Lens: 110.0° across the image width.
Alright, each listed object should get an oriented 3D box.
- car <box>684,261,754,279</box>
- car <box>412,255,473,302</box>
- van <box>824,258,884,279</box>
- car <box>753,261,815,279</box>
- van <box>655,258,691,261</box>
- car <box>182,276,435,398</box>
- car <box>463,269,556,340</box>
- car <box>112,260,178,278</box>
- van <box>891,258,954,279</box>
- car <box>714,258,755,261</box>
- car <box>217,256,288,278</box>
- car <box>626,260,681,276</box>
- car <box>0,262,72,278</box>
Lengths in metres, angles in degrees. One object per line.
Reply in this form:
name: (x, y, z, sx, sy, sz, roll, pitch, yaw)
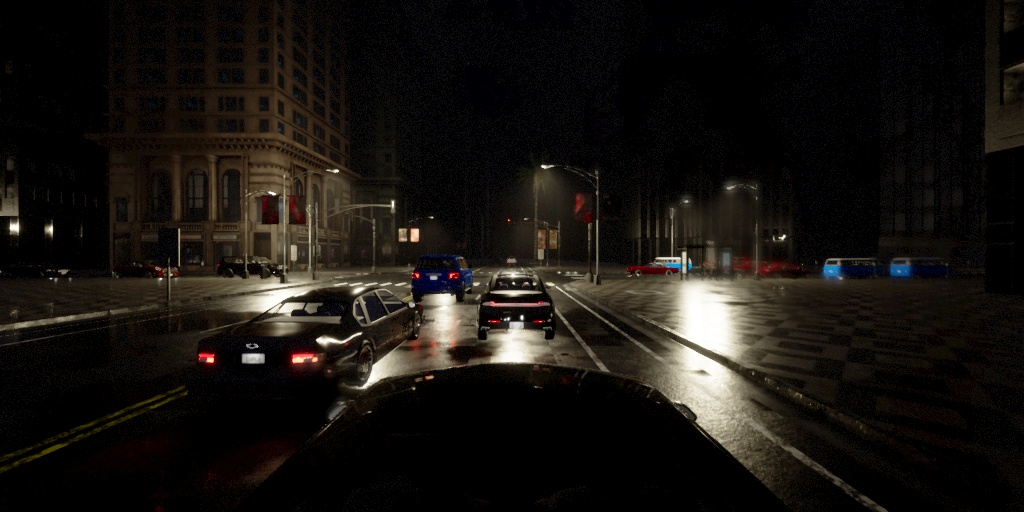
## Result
car: (17.056, 1.297, 29.815, 4.403, 1.370, 2.007, 0, 0, 0)
car: (-3.159, 0.971, 17.127, 2.150, 2.045, 5.566, 0, 0, 0)
van: (28.411, 1.080, 29.825, 3.998, 1.789, 1.690, 0, 0, 0)
car: (22.734, 1.325, 29.819, 4.207, 1.307, 1.802, 0, 0, 0)
van: (17.047, 1.063, 38.340, 3.998, 1.789, 1.690, 0, 0, 0)
car: (-3.150, 1.297, 6.886, 2.033, 1.411, 5.357, 0, 0, 0)
car: (0.089, 1.239, 9.956, 2.128, 1.511, 4.902, 0, 0, 0)
car: (-33.178, 1.137, 32.541, 4.553, 1.767, 2.097, 0, 0, 0)
van: (34.088, 1.078, 29.830, 3.998, 1.789, 1.690, 0, 0, 0)
car: (23.317, 1.203, 35.679, 5.008, 1.535, 1.882, 0, 0, 0)
car: (-23.459, 0.995, 32.492, 5.566, 2.045, 2.150, 0, 0, 0)
car: (13.877, 1.333, 35.673, 4.718, 1.301, 1.895, 0, 0, 2)
car: (-43.161, 1.289, 32.590, 4.902, 1.511, 2.128, 0, 0, 0)
